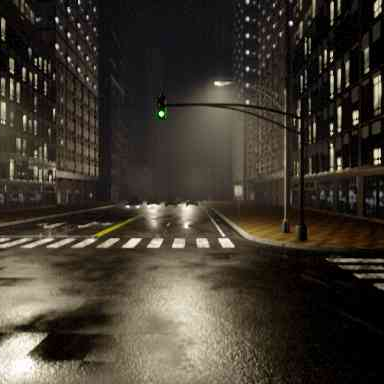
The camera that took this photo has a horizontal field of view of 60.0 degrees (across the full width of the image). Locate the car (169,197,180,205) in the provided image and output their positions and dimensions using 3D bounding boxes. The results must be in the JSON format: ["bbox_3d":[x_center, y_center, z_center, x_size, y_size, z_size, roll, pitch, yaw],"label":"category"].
[{"bbox_3d":[-3.238,1.618,62.676,1.994,1.385,4.181,0,0,0],"label":"car"}]

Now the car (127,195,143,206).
[{"bbox_3d":[-9.739,1.391,56.874,2.097,1.767,4.553,0,0,0],"label":"car"}]

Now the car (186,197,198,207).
[{"bbox_3d":[0.010,1.577,52.674,2.033,1.411,5.357,0,0,0],"label":"car"}]

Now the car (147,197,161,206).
[{"bbox_3d":[-6.489,1.603,56.843,1.994,1.385,4.181,0,0,0],"label":"car"}]

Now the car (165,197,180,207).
[{"bbox_3d":[-3.240,1.576,52.257,2.033,1.411,5.357,0,0,0],"label":"car"}]

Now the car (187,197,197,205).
[{"bbox_3d":[0.012,1.657,63.122,1.895,1.301,4.718,0,0,0],"label":"car"}]
